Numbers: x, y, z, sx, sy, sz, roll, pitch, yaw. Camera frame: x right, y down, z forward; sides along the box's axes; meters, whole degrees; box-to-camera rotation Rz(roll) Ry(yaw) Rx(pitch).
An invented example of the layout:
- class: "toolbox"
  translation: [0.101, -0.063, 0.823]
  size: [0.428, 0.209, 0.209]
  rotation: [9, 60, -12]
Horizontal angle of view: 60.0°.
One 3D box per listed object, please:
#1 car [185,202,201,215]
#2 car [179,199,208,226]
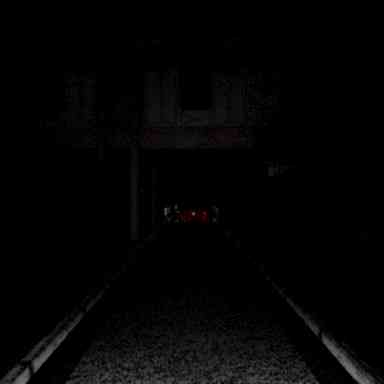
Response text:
- class: "car"
  translation: [0.093, 2.054, 43.014]
  size: [1.882, 1.535, 5.008]
  rotation: [0, -1, 0]
- class: "car"
  translation: [0.097, 1.565, 25.152]
  size: [2.097, 1.767, 4.553]
  rotation: [0, -1, 0]
